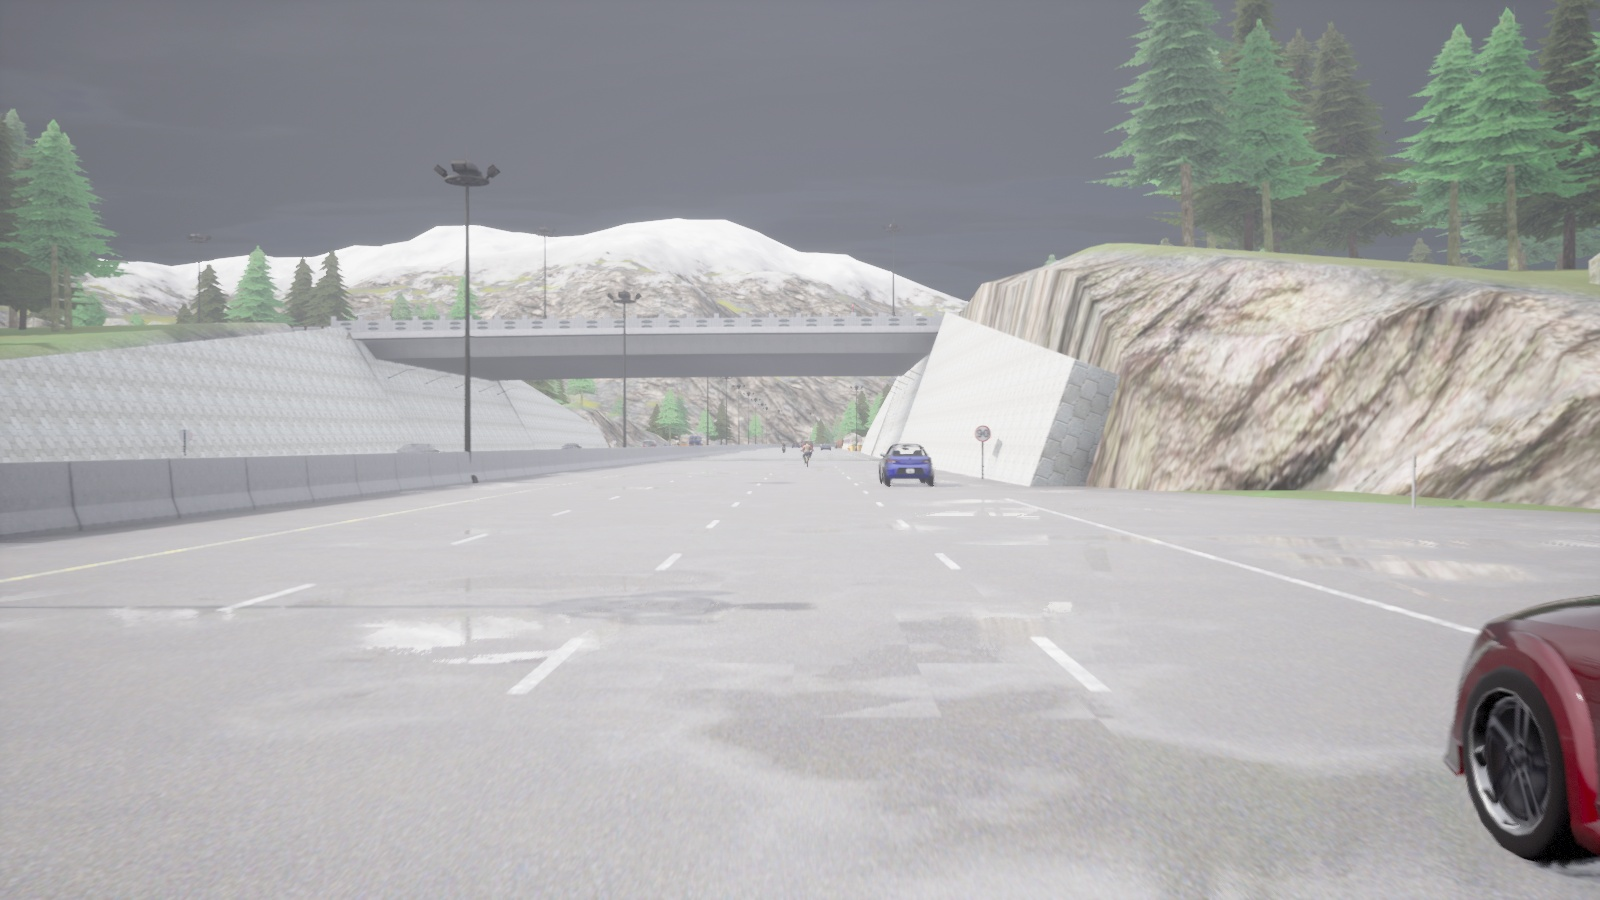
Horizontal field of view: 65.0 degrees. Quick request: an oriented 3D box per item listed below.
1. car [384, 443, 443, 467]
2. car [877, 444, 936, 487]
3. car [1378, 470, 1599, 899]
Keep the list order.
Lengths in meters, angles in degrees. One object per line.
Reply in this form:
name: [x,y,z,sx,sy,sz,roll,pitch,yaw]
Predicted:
car: [-24.040,0.286,78.280,2.163,1.488,4.792,0,0,0]
car: [3.772,0.509,45.071,1.816,1.474,4.193,0,0,0]
car: [3.535,0.794,3.442,1.994,1.385,4.181,0,0,0]
